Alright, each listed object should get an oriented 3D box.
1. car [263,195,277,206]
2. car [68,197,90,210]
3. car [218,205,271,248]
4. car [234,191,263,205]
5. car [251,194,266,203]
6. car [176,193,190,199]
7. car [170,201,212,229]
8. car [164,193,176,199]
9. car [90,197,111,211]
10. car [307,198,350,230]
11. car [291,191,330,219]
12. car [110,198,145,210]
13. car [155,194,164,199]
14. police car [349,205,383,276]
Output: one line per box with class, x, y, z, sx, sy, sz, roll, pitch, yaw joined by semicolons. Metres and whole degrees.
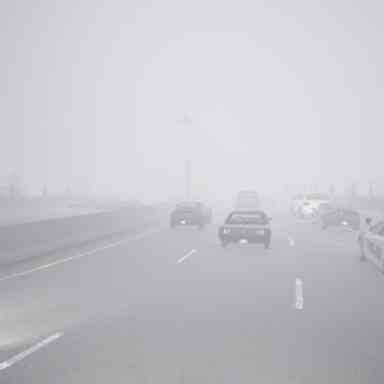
car;10.119;1.095;44.328;1.812;1.442;4.674;0;0;6
car;-11.925;1.232;37.503;2.033;1.411;5.357;0;1;6
car;2.404;1.459;14.191;1.895;1.301;4.718;0;1;14
car;5.321;0.904;32.414;2.150;2.045;5.566;0;0;6
car;11.284;1.007;56.604;2.033;1.411;5.357;0;1;6
car;-1.401;0.909;71.056;2.128;1.511;4.902;0;0;6
car;0.029;1.313;19.955;1.837;1.490;4.892;0;1;11
car;-4.492;0.987;75.283;1.994;1.385;4.181;0;0;6
car;-8.658;1.299;35.027;1.895;1.301;4.718;0;1;6
car;8.153;1.307;19.203;1.837;1.490;4.892;0;1;10
car;9.136;0.960;25.760;2.150;2.045;5.566;0;1;7
car;-5.606;1.293;30.623;1.994;1.385;4.181;0;1;6
car;-7.582;1.078;79.517;1.994;1.385;4.181;0;-1;6
police car;5.662;1.334;8.598;1.930;1.638;5.238;0;1;16
